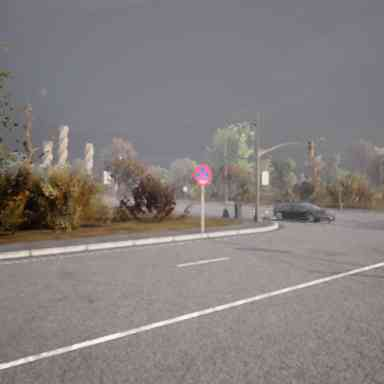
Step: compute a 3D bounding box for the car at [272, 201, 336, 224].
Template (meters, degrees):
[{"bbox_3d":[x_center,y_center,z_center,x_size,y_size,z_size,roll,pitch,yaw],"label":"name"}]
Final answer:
[{"bbox_3d":[8.129,1.490,24.523,1.837,1.490,4.892,0,1,-32],"label":"car"}]
